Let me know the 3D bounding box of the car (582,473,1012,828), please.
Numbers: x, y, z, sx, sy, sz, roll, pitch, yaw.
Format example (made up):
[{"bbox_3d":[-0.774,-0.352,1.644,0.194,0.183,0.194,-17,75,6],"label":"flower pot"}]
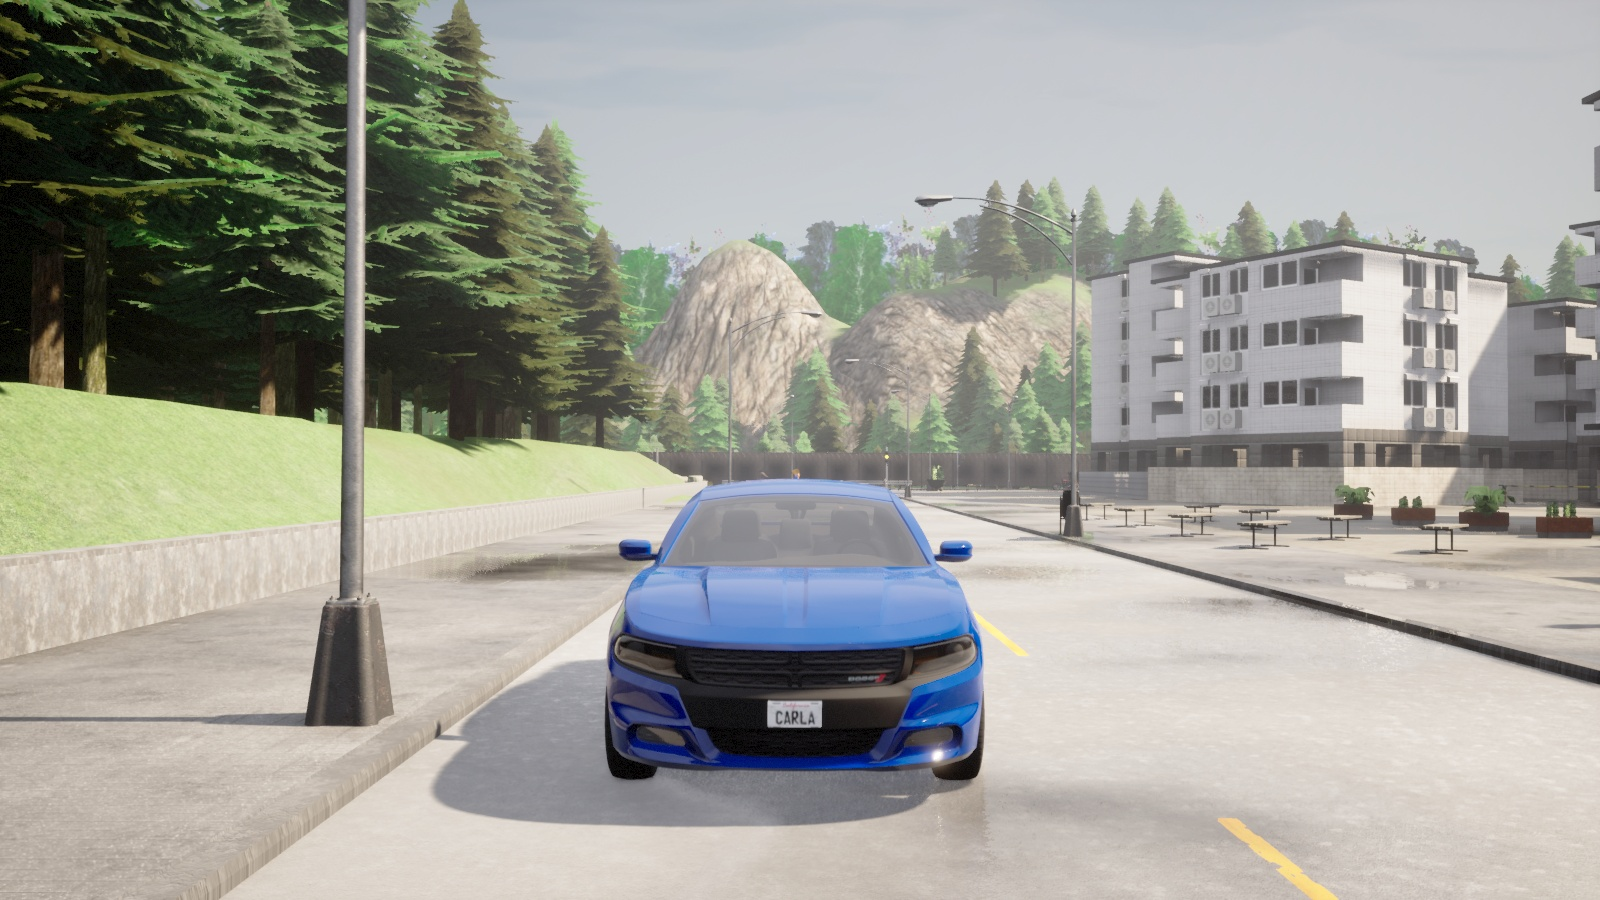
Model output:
[{"bbox_3d":[-0.021,0.927,8.027,1.882,1.535,5.008,0,-1,0],"label":"car"}]
